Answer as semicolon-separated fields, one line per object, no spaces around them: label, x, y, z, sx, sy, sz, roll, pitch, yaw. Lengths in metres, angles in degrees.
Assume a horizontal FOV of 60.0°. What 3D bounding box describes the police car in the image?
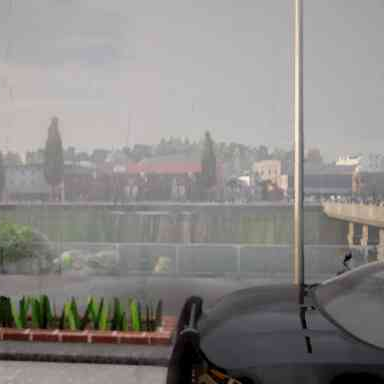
police car;2.395;1.375;3.261;5.238;1.638;1.930;0;4;3
